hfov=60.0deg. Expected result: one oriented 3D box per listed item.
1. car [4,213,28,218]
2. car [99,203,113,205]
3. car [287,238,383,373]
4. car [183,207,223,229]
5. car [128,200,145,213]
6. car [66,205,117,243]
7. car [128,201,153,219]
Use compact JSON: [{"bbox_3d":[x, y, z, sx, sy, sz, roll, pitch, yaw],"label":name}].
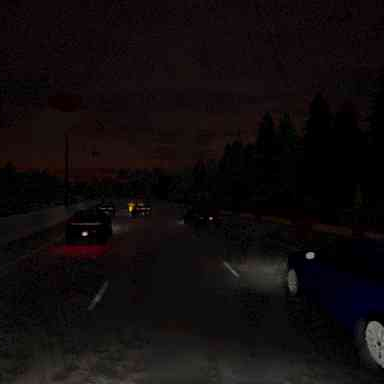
[{"bbox_3d":[-14.489,1.770,26.800,1.837,1.490,4.892,0,-1,-13],"label":"car"},{"bbox_3d":[-8.715,1.821,33.814,2.128,1.511,4.902,0,-1,-13],"label":"car"},{"bbox_3d":[3.225,1.532,5.732,1.882,1.535,5.008,0,-1,-3],"label":"car"},{"bbox_3d":[0.672,1.777,23.902,2.033,1.411,5.357,0,-1,-12],"label":"car"},{"bbox_3d":[-7.394,1.902,43.812,1.882,1.535,5.008,0,-1,-13],"label":"car"},{"bbox_3d":[-5.181,1.659,17.130,2.128,1.511,4.902,0,-1,-10],"label":"car"},{"bbox_3d":[-5.047,1.815,33.426,2.128,1.511,4.902,0,-1,-12],"label":"car"}]
